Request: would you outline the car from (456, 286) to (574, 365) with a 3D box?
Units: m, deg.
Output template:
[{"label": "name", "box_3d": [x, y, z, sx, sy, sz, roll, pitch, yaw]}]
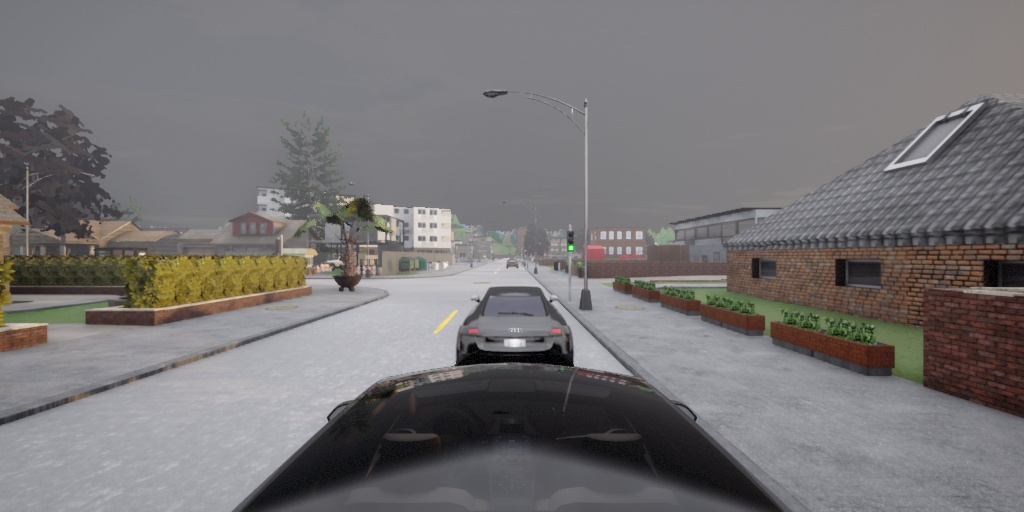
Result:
[{"label": "car", "box_3d": [0.056, 1.313, 7.550, 1.994, 1.385, 4.181, 0, 0, 0]}]

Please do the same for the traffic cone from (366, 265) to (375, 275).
[{"label": "traffic cone", "box_3d": [-15.783, 1.556, 40.088, 0.344, 0.586, 0.344, 0, 0, 0]}]

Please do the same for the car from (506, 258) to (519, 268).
[{"label": "car", "box_3d": [0.067, 1.268, 60.335, 1.812, 1.442, 4.674, 0, 0, 0]}]

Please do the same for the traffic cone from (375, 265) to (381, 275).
[{"label": "traffic cone", "box_3d": [-15.422, 1.553, 40.658, 0.344, 0.586, 0.344, 0, 0, 0]}]

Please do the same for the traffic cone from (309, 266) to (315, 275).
[{"label": "traffic cone", "box_3d": [-19.825, 1.564, 35.201, 0.344, 0.586, 0.344, 0, 0, 0]}]
